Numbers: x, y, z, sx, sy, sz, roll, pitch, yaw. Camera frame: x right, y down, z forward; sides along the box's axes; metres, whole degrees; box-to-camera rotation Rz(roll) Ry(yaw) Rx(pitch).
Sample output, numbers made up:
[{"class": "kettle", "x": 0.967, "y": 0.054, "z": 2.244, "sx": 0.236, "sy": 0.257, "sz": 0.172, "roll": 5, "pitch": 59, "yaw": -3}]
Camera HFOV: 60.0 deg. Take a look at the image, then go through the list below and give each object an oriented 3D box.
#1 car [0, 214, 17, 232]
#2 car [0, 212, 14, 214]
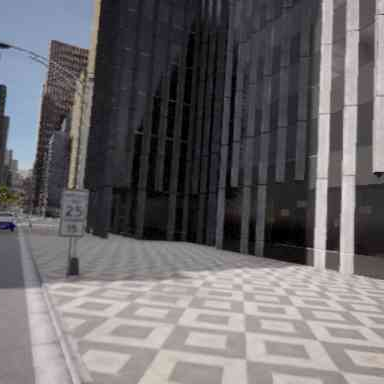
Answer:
[{"class": "car", "x": -20.522, "y": 3.511, "z": 36.377, "sx": 1.882, "sy": 1.535, "sz": 5.008, "roll": 7, "pitch": -6, "yaw": -27}, {"class": "car", "x": -25.417, "y": 3.780, "z": 45.633, "sx": 2.150, "sy": 2.045, "sz": 5.566, "roll": 6, "pitch": -6, "yaw": -27}]
